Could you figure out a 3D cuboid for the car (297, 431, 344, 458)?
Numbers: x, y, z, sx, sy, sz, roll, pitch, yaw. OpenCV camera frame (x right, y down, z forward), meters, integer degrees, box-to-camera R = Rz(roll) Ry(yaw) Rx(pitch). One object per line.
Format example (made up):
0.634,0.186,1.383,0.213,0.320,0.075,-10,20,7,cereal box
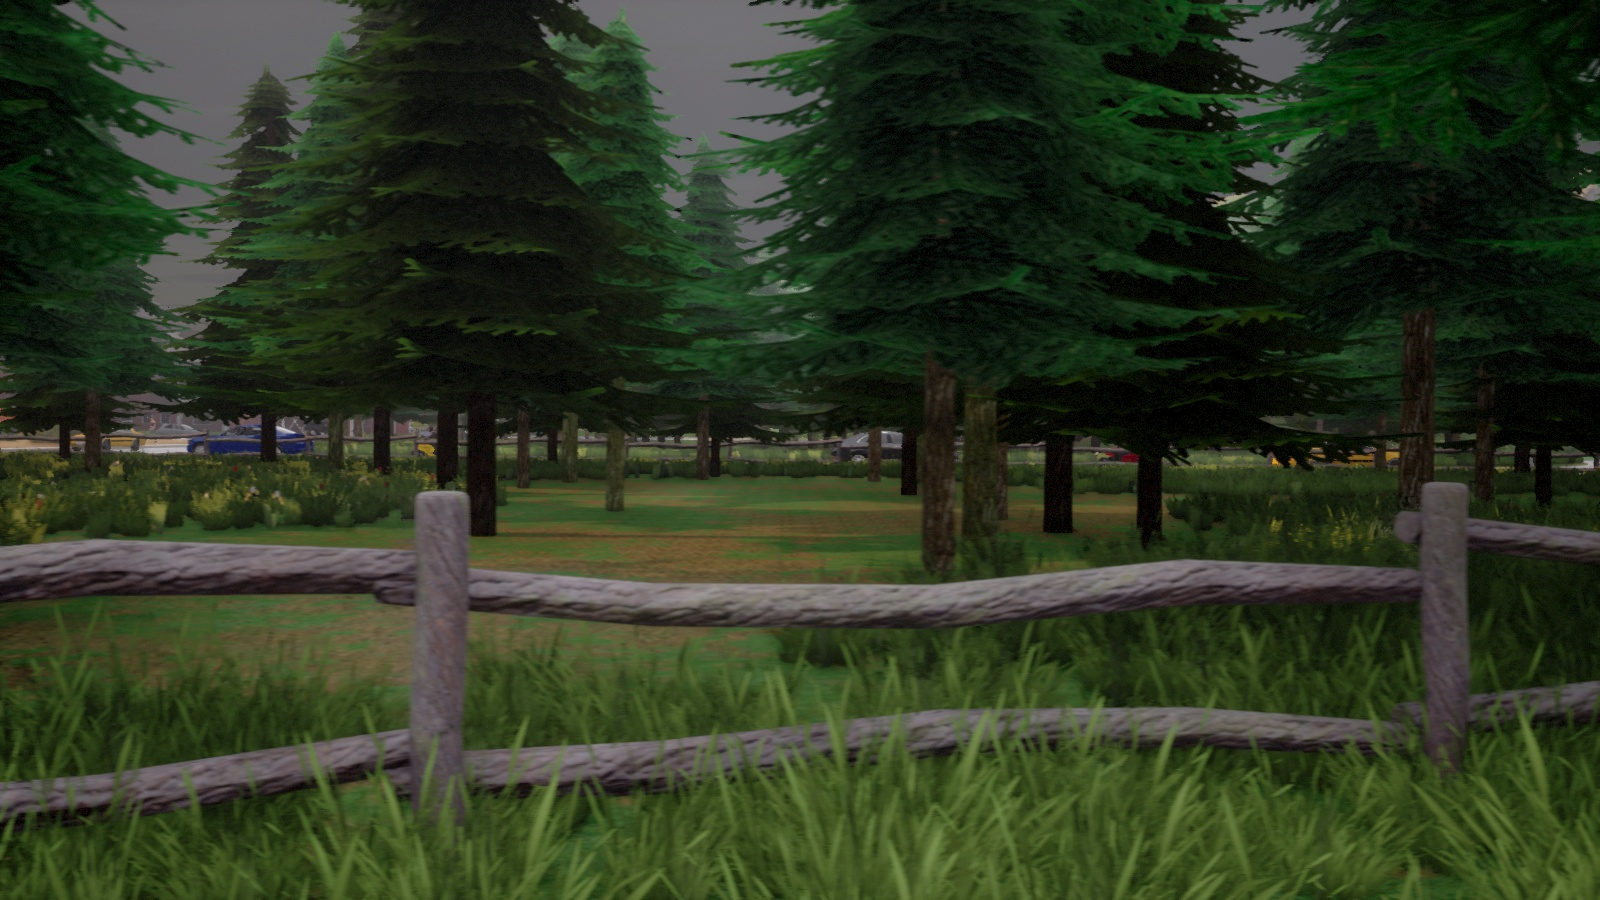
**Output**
-34.165,-0.441,89.591,1.905,1.878,3.866,-1,1,0,car

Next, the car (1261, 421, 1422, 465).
20.569,-0.269,47.842,5.366,1.575,1.801,-1,1,1,car

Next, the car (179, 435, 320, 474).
-22.845,0.170,52.202,5.008,1.535,1.882,-1,1,2,car

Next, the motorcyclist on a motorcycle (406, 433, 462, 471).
-15.129,0.094,51.888,2.044,1.523,0.797,-1,1,2,motorcyclist on a motorcycle

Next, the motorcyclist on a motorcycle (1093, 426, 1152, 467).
12.318,-0.137,47.959,2.044,1.523,0.797,-1,1,1,motorcyclist on a motorcycle

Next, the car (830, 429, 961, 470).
3.620,-0.021,48.090,4.892,1.490,1.837,-1,1,1,car

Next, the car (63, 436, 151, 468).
-37.531,0.076,68.197,1.801,1.575,5.366,-1,1,0,car
